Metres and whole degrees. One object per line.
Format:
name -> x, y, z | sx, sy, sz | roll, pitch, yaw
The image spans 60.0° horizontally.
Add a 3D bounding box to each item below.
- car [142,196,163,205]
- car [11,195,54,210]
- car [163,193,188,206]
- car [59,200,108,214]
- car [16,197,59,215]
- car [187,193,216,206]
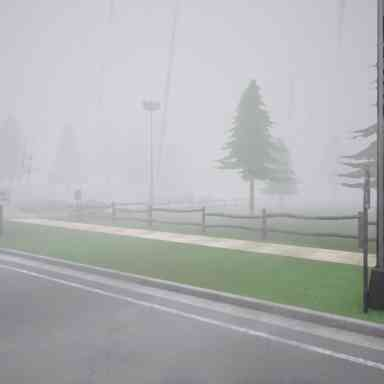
car -> -6.666, 1.491, 58.729 | 2.128, 1.511, 4.902 | 0, 0, 35
car -> -19.397, 1.491, 40.633 | 2.128, 1.511, 4.902 | 0, 0, 35
car -> -1.690, 1.220, 53.646 | 2.150, 2.045, 5.566 | 0, 0, 35
car -> -10.859, 1.525, 34.485 | 1.812, 1.442, 4.674 | 0, 0, 35
car -> -14.923, 1.547, 34.824 | 2.033, 1.411, 5.357 | 0, 0, 35
car -> 1.829, 1.352, 52.554 | 2.097, 1.767, 4.553 | 0, 0, 35
